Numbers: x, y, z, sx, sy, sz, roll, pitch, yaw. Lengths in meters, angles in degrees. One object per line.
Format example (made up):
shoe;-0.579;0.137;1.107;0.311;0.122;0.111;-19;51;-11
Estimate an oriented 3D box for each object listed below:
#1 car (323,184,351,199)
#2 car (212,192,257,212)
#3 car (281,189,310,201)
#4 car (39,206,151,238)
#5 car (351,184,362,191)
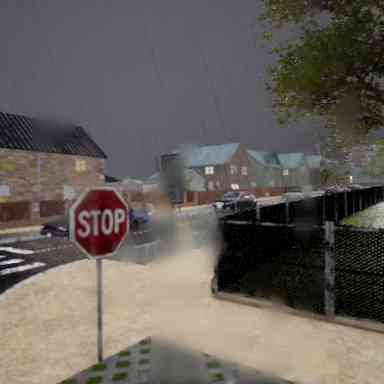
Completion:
car;17.268;-0.007;40.383;2.128;1.511;4.902;-1;1;36
car;3.417;0.737;26.291;2.128;1.511;4.902;-1;1;36
car;11.825;0.343;37.844;1.895;1.301;4.718;-1;1;36
car;-4.276;1.265;15.680;2.033;1.411;5.357;-1;1;36
car;24.550;-0.438;50.434;2.128;1.511;4.902;-1;1;36
